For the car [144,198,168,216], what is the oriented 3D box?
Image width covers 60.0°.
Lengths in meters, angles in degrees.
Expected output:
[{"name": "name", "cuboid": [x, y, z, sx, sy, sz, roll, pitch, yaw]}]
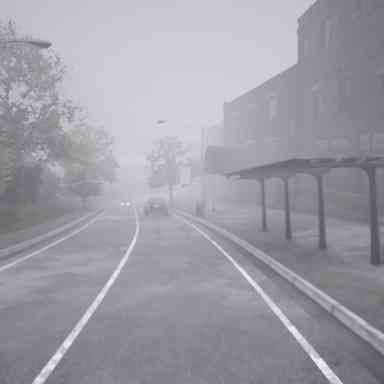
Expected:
[{"name": "car", "cuboid": [-3.600, 1.339, 32.541, 2.097, 1.767, 4.553, -1, 0, -10]}]

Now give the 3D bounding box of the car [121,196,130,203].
[{"name": "car", "cuboid": [-14.456, 1.619, 72.423, 2.128, 1.511, 4.902, -1, 0, -10]}]
